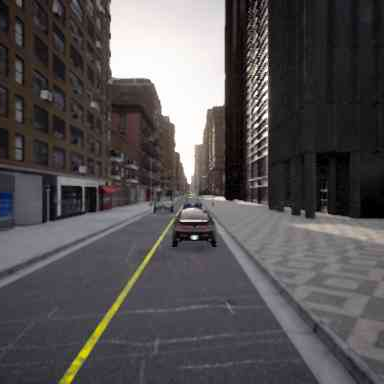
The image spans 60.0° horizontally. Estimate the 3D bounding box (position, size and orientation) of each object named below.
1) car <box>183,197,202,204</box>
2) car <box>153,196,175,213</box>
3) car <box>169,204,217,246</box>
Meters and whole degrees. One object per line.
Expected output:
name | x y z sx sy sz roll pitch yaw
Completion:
car | 0.090 1.367 38.302 2.097 1.767 4.553 0 0 0
car | -3.011 1.286 36.285 2.097 1.767 4.553 0 0 0
car | 0.095 1.509 15.350 1.837 1.490 4.892 0 0 0
